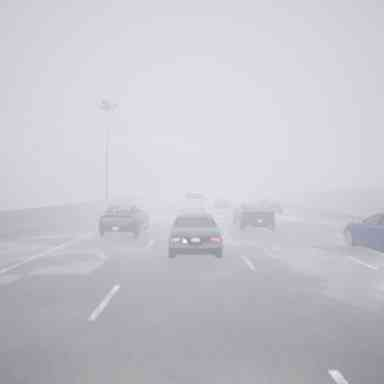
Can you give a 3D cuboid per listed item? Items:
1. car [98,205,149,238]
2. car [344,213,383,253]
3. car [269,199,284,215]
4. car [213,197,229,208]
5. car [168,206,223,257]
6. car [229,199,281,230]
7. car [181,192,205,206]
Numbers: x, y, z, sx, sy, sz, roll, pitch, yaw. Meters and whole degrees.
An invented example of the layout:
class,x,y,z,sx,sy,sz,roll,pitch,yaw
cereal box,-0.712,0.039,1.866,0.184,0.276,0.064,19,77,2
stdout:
class,x,y,z,sx,sy,sz,roll,pitch,yaw
car,-3.389,1.395,17.125,2.128,1.511,4.902,0,0,0
car,7.107,1.413,11.506,1.882,1.535,5.008,0,0,0
car,7.118,1.353,30.833,1.812,1.442,4.674,0,0,0
car,3.624,1.338,40.275,1.994,1.385,4.181,0,0,0
car,0.107,1.477,12.510,2.033,1.411,5.357,0,0,0
car,3.613,1.365,20.067,1.882,1.535,5.008,0,0,0
car,0.120,1.035,33.221,2.150,2.045,5.566,0,0,0
